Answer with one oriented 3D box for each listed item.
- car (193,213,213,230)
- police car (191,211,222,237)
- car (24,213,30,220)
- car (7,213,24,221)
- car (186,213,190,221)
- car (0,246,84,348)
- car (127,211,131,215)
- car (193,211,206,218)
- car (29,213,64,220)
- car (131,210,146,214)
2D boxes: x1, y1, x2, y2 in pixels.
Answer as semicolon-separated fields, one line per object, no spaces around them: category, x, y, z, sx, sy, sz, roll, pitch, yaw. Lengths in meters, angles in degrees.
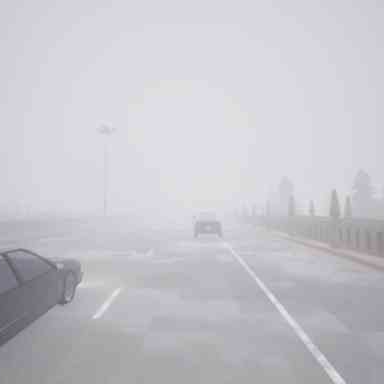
car;1.058;2.883;33.565;1.882;1.535;5.008;0;-3;0
police car;1.056;2.268;23.694;1.930;1.638;5.238;0;-3;0
car;-17.569;3.258;39.862;2.128;1.511;4.902;0;-3;0
car;-21.074;3.379;41.400;1.812;1.442;4.674;0;-3;0
car;0.072;4.381;58.676;2.033;1.411;5.357;0;-3;5
car;-3.399;1.573;5.177;2.033;1.411;5.357;0;-1;0
car;-14.419;5.196;80.279;1.837;1.490;4.892;-1;-3;14
car;1.706;4.968;72.450;1.812;1.442;4.674;-1;-3;14
car;-14.086;3.005;33.533;1.895;1.301;4.718;0;-3;0
car;-11.762;5.146;76.124;1.812;1.442;4.674;-1;-3;11
